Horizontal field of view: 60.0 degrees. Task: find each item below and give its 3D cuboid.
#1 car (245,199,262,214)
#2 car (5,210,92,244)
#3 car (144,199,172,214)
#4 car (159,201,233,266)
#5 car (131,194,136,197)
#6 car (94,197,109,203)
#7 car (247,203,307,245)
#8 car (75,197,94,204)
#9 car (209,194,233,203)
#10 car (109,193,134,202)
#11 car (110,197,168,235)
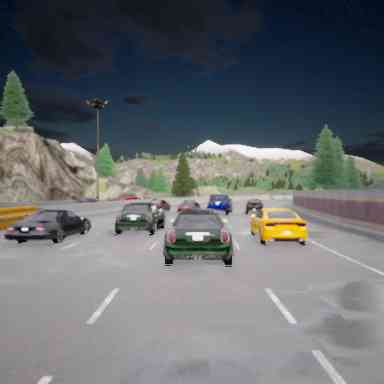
[{"bbox_3d":[6.837,1.528,36.112,1.837,1.490,4.892,0,0,12],"label":"car"},{"bbox_3d":[-6.596,1.558,15.962,2.033,1.411,5.357,0,0,4],"label":"car"},{"bbox_3d":[-3.700,1.550,37.035,1.812,1.442,4.674,0,0,12],"label":"car"},{"bbox_3d":[0.244,1.360,11.811,2.097,1.767,4.553,0,0,2],"label":"car"},{"bbox_3d":[-8.502,1.602,59.078,1.994,1.385,4.181,0,0,20],"label":"car"},{"bbox_3d":[-15.273,1.640,61.019,1.895,1.301,4.718,0,0,20],"label":"car"},{"bbox_3d":[3.933,1.488,15.712,1.882,1.535,5.008,0,0,3],"label":"car"},{"bbox_3d":[-19.223,1.602,60.227,1.994,1.385,4.181,0,0,19],"label":"car"},{"bbox_3d":[3.019,1.244,35.161,2.150,2.045,5.566,0,0,12],"label":"car"},{"bbox_3d":[-11.949,1.260,59.891,2.150,2.045,5.566,0,0,20],"label":"car"},{"bbox_3d":[-2.813,1.365,19.022,2.097,1.767,4.553,0,0,4],"label":"car"}]
